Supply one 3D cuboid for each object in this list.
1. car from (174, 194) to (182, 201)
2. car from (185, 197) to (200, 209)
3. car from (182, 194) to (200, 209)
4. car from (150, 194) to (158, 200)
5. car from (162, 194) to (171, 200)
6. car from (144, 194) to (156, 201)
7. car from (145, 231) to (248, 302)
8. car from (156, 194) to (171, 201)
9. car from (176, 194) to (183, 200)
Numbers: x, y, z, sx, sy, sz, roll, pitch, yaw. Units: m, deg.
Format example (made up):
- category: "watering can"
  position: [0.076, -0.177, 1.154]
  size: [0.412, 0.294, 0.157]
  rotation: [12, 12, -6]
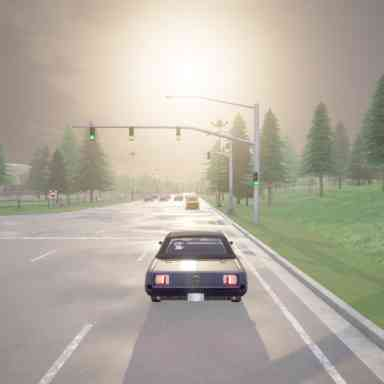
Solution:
- category: "car"
  position: [-3.356, 1.545, 80.901]
  size: [1.994, 1.385, 4.181]
  rotation: [0, 0, 0]
- category: "car"
  position: [0.065, 1.576, 49.859]
  size: [2.033, 1.411, 5.357]
  rotation: [-1, 1, 0]
- category: "car"
  position: [-0.027, 1.077, 46.411]
  size: [1.882, 1.535, 5.008]
  rotation: [-3, 17, -2]
- category: "car"
  position: [-10.338, 1.332, 90.917]
  size: [1.837, 1.490, 4.892]
  rotation: [0, 0, 0]
- category: "car"
  position: [-6.838, 1.372, 90.911]
  size: [2.033, 1.411, 5.357]
  rotation: [0, 0, 0]
- category: "car"
  position: [-10.357, 1.531, 80.497]
  size: [2.033, 1.411, 5.357]
  rotation: [0, 0, 0]
- category: "car"
  position: [0.094, 1.601, 8.191]
  size: [1.895, 1.301, 4.718]
  rotation: [0, 0, 0]
- category: "car"
  position: [-6.857, 1.531, 80.491]
  size: [2.033, 1.411, 5.357]
  rotation: [0, 0, 0]
- category: "car"
  position: [-3.338, 1.357, 90.904]
  size: [1.812, 1.442, 4.674]
  rotation: [0, 0, 0]
